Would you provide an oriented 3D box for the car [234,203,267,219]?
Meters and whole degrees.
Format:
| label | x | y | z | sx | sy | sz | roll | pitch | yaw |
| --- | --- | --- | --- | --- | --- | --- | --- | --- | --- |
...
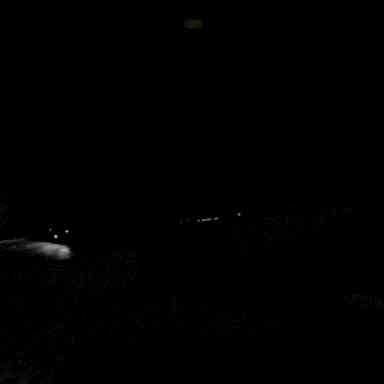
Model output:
| label | x | y | z | sx | sy | sz | roll | pitch | yaw |
| --- | --- | --- | --- | --- | --- | --- | --- | --- | --- |
| car | 5.870 | 1.889 | 33.215 | 2.128 | 1.511 | 4.902 | 0 | 0 | 36 |

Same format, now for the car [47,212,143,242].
| label | x | y | z | sx | sy | sz | roll | pitch | yaw |
| --- | --- | --- | --- | --- | --- | --- | --- | --- | --- |
| car | -5.013 | 1.790 | 18.200 | 2.033 | 1.411 | 5.357 | 0 | 0 | 36 |
